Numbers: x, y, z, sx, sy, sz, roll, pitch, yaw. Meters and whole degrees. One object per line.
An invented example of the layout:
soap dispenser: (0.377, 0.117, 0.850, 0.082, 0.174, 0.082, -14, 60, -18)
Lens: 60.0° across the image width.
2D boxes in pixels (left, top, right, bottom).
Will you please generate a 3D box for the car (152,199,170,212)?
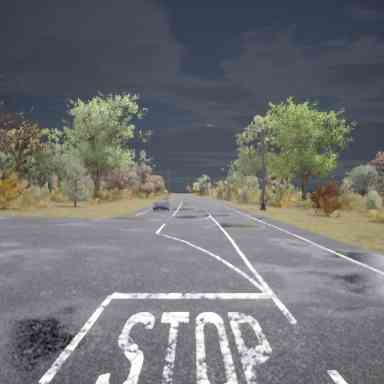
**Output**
car: (-3.544, 1.547, 39.294, 2.033, 1.411, 5.357, 0, 0, 0)
